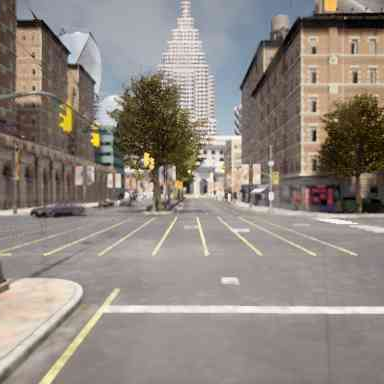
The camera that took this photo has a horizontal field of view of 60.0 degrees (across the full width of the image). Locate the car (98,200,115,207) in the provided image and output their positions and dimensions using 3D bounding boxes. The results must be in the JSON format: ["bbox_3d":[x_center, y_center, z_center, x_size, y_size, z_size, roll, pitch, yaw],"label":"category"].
[{"bbox_3d":[-14.745,1.972,57.569,1.895,1.301,4.718,0,0,0],"label":"car"}]

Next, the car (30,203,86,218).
[{"bbox_3d":[-13.119,1.764,32.957,2.033,1.411,5.357,0,0,33],"label":"car"}]

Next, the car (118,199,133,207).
[{"bbox_3d":[-11.496,1.946,58.125,1.994,1.385,4.181,0,0,0],"label":"car"}]
